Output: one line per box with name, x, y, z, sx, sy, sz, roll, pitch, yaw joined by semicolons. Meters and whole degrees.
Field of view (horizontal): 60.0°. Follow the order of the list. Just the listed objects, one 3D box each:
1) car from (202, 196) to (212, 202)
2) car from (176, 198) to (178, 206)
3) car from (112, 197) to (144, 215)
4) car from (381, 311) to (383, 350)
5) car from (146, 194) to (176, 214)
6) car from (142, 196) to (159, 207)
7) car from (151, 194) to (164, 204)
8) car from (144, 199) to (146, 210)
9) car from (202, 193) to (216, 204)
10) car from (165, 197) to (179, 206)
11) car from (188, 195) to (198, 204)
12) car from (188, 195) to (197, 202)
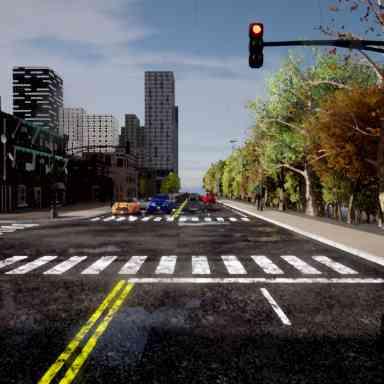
car;3.371;1.522;75.893;1.994;1.385;4.181;0;0;0
car;-3.259;1.336;45.538;2.097;1.767;4.553;0;0;0
car;-6.570;1.342;33.696;2.097;1.767;4.553;0;0;1
car;3.355;1.491;2.362;2.128;1.511;4.902;0;0;0
car;-3.283;1.210;35.847;2.150;2.045;5.566;0;0;0
car;-6.503;1.473;52.686;2.128;1.511;4.902;0;0;0
car;-6.457;1.328;62.742;2.097;1.767;4.553;0;0;1
car;-6.518;1.586;42.683;1.895;1.301;4.718;0;0;0
car;3.449;1.197;65.309;2.150;2.045;5.566;0;0;1
car;-3.249;1.581;54.879;1.895;1.301;4.718;0;0;0
car;0.200;1.465;61.982;2.128;1.511;4.902;0;0;0
car;0.125;1.446;76.516;1.882;1.535;5.008;0;0;0
